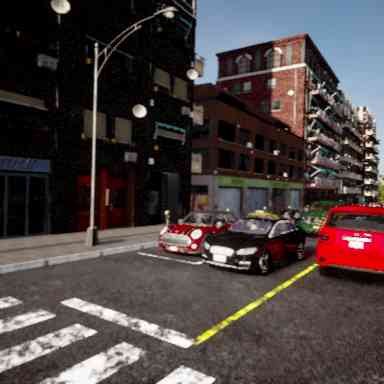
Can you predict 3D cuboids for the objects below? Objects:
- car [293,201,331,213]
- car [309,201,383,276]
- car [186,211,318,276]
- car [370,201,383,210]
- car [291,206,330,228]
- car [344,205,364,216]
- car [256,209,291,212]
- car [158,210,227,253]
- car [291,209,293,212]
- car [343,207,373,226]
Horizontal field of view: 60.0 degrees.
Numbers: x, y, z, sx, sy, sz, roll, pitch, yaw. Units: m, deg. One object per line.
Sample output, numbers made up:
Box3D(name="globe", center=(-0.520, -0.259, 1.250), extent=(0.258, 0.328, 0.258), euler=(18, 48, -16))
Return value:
Box3D(name="car", center=(8.059, 1.557, 19.715), extent=(2.150, 2.045, 5.566), euler=(2, 0, 34))
Box3D(name="car", center=(5.523, 1.452, 10.388), extent=(2.150, 2.045, 5.566), euler=(2, 0, 34))
Box3D(name="car", center=(2.227, 1.588, 10.960), extent=(2.128, 1.511, 4.902), euler=(2, 0, 37))
Box3D(name="car", center=(40.547, 2.989, 72.707), extent=(2.192, 1.841, 5.009), euler=(1, -1, 34))
Box3D(name="car", center=(9.633, 1.930, 26.734), extent=(1.752, 1.417, 4.829), euler=(1, -1, 34))
Box3D(name="car", center=(22.052, 2.496, 45.207), extent=(1.802, 1.307, 4.206), euler=(1, -1, 34))
Box3D(name="car", center=(3.469, 1.677, 17.568), extent=(1.752, 1.417, 4.829), euler=(1, -1, 34))
Box3D(name="car", center=(0.485, 1.469, 13.128), extent=(1.967, 1.590, 4.097), euler=(1, -1, 34))
Box3D(name="car", center=(6.645, 1.848, 22.292), extent=(1.947, 1.339, 4.313), euler=(1, -1, 34))
Box3D(name="car", center=(15.354, 2.161, 30.543), extent=(1.812, 1.442, 4.674), euler=(2, 0, 34))
